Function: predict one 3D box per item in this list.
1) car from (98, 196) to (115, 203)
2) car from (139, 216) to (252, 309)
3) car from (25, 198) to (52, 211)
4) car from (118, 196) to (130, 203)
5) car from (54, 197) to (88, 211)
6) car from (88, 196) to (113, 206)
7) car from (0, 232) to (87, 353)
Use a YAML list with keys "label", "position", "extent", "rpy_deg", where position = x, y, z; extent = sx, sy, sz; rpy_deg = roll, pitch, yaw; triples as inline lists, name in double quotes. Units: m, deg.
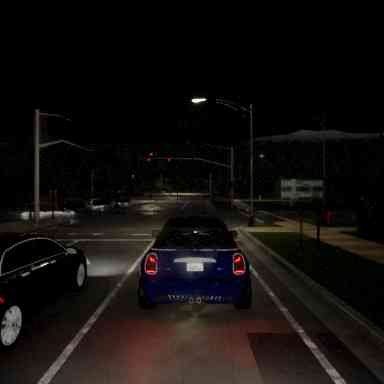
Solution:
- label: "car"
  position: [-17.723, 1.525, 69.328]
  extent: [2.128, 1.511, 4.902]
  rpy_deg: [0, 0, 1]
- label: "car"
  position: [0.067, 1.352, 8.026]
  extent: [2.097, 1.767, 4.553]
  rpy_deg: [0, 0, 0]
- label: "car"
  position: [-18.256, 1.477, 40.331]
  extent: [1.882, 1.535, 5.008]
  rpy_deg: [0, 0, 1]
- label: "car"
  position: [-14.223, 1.523, 69.351]
  extent: [1.812, 1.442, 4.674]
  rpy_deg: [0, 0, 1]
- label: "car"
  position: [-14.748, 1.601, 40.799]
  extent: [1.895, 1.301, 4.718]
  rpy_deg: [0, 0, 1]
- label: "car"
  position: [-14.541, 1.547, 53.961]
  extent: [2.033, 1.411, 5.357]
  rpy_deg: [0, 0, 1]
- label: "car"
  position: [-3.443, 1.505, 6.120]
  extent: [1.837, 1.490, 4.892]
  rpy_deg: [0, 0, 0]
